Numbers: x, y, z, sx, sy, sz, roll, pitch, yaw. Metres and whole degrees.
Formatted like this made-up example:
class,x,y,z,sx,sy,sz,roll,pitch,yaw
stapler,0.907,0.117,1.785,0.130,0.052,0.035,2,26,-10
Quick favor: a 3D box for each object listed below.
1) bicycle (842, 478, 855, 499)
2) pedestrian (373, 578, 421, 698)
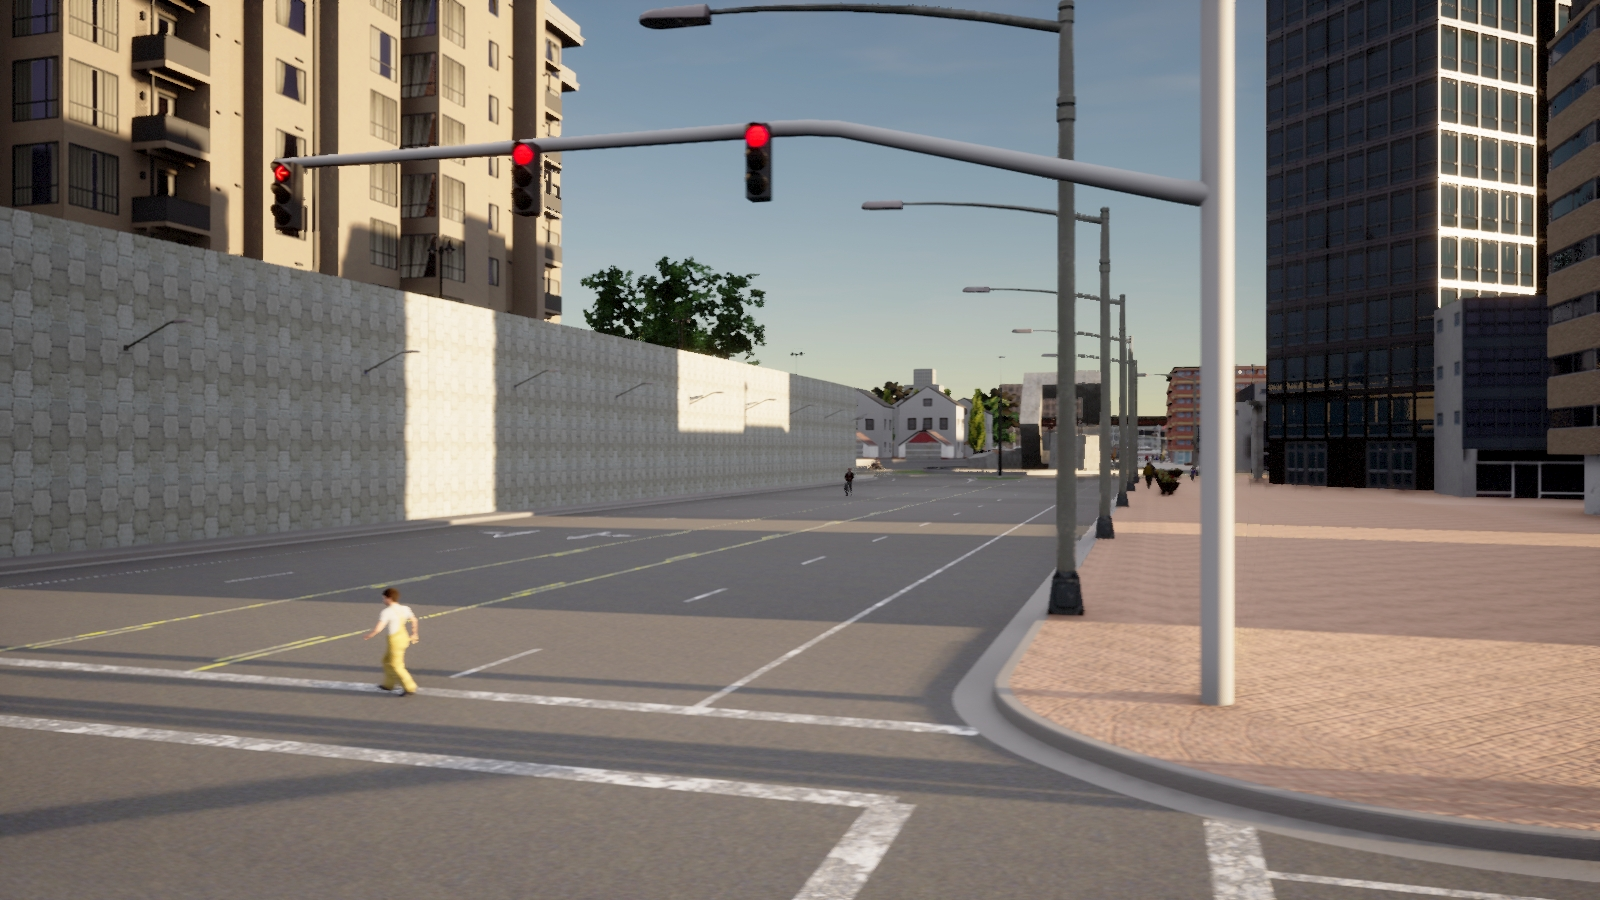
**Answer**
class,x,y,z,sx,sy,sz,roll,pitch,yaw
bicycle,2.820,2.235,66.390,0.329,1.126,1.835,0,0,17
pedestrian,-4.584,2.128,13.013,0.375,1.300,0.375,0,0,12
